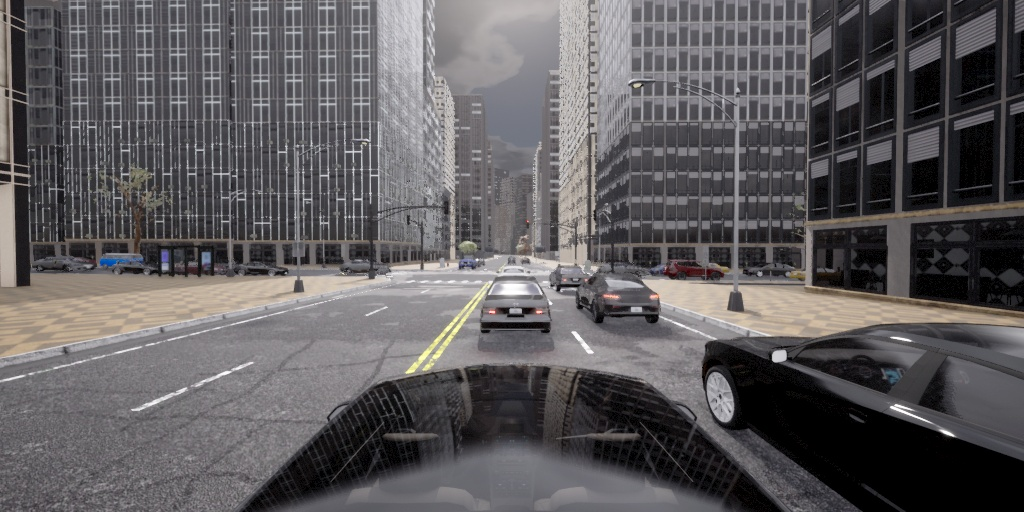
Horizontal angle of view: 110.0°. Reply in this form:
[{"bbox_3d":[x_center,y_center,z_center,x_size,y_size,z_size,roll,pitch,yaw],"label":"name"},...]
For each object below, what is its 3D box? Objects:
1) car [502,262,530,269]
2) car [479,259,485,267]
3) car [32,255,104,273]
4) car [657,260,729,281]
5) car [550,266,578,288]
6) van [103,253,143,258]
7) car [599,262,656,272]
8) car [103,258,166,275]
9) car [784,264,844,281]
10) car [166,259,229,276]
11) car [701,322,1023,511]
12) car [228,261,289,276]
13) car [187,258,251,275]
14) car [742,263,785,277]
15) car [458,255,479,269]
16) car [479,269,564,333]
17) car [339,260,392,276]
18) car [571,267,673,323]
[{"bbox_3d":[0.086,1.265,20.251,1.812,1.442,4.674,0,0,0],"label":"car"},{"bbox_3d":[-6.613,1.191,63.808,2.128,1.511,4.902,0,0,0],"label":"car"},{"bbox_3d":[-44.663,0.855,35.825,4.902,1.511,2.128,0,1,1],"label":"car"},{"bbox_3d":[16.170,1.267,32.169,5.009,1.841,2.192,0,0,1],"label":"car"},{"bbox_3d":[3.337,1.286,21.341,2.033,1.411,5.357,0,0,0],"label":"car"},{"bbox_3d":[-45.319,0.603,41.615,3.998,1.789,1.690,0,0,1],"label":"van"},{"bbox_3d":[10.824,1.355,34.832,4.902,1.511,2.128,1,1,1],"label":"car"},{"bbox_3d":[-34.121,1.068,32.963,4.313,1.339,1.948,0,0,1],"label":"car"},{"bbox_3d":[27.618,1.577,31.982,4.829,1.417,1.751,0,0,1],"label":"car"},{"bbox_3d":[-28.440,1.136,32.794,4.207,1.307,1.802,0,0,1],"label":"car"},{"bbox_3d":[3.344,1.227,2.584,1.882,1.535,5.008,0,0,0],"label":"car"},{"bbox_3d":[-22.756,1.172,32.666,4.313,1.339,1.948,0,0,1],"label":"car"},{"bbox_3d":[-28.890,1.011,35.492,4.892,1.490,1.837,1,1,1],"label":"car"},{"bbox_3d":[27.012,1.458,37.769,4.892,1.490,1.837,1,1,1],"label":"car"},{"bbox_3d":[-6.639,0.933,53.890,2.150,2.045,5.566,0,0,0],"label":"car"},{"bbox_3d":[0.094,1.293,10.660,2.033,1.411,5.357,0,0,0],"label":"car"},{"bbox_3d":[-14.368,1.127,35.373,4.902,1.511,2.128,0,1,-1],"label":"car"},{"bbox_3d":[3.344,1.271,11.930,1.812,1.442,4.674,0,0,0],"label":"car"}]
